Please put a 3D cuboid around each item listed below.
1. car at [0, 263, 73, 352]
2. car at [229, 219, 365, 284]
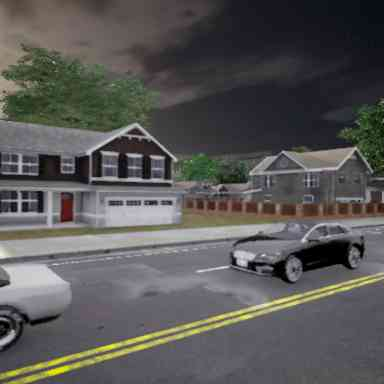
[{"bbox_3d":[-4.307,1.590,4.603,4.718,1.301,1.895,1,-1,-36],"label":"car"},{"bbox_3d":[3.290,1.592,10.014,4.902,1.511,2.128,1,0,-35],"label":"car"}]
